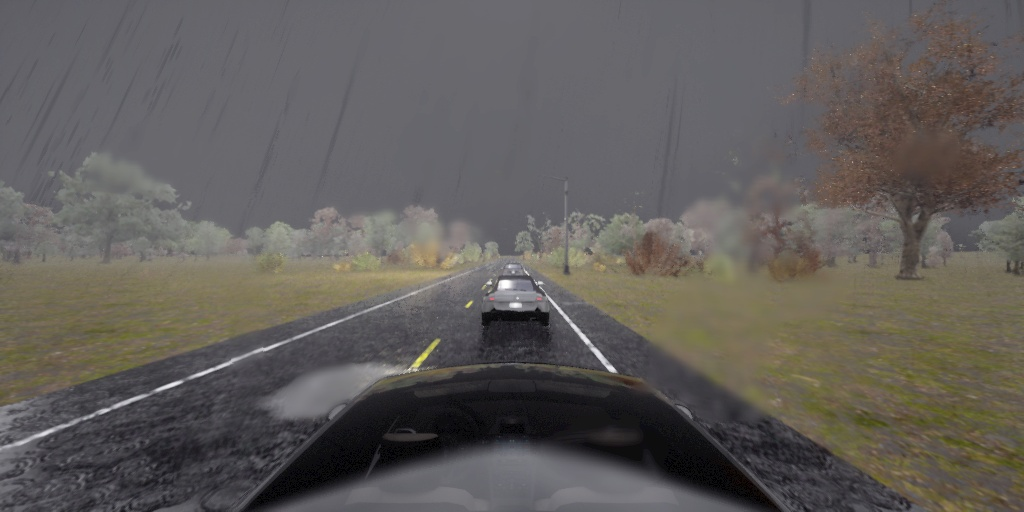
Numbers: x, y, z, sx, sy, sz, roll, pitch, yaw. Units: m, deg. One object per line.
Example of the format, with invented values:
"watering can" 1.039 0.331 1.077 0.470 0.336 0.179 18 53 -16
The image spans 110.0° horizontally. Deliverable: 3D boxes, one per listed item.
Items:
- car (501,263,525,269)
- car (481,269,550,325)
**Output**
"car" 0.093 1.273 29.797 2.033 1.411 5.357 0 0 0
"car" 0.097 1.305 11.724 1.994 1.385 4.181 0 0 0
